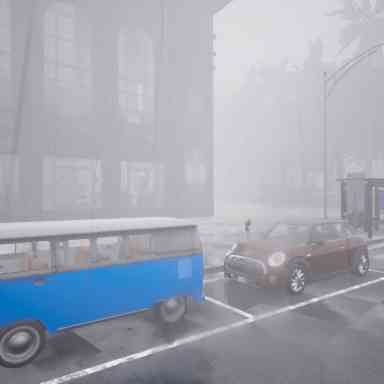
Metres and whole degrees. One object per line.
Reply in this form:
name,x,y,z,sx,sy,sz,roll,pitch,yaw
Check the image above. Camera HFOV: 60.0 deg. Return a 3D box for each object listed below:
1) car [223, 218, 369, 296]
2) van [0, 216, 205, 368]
car,2.740,1.439,8.600,4.097,1.590,1.967,0,0,-35
van,-1.680,1.341,5.453,3.998,1.788,1.690,0,0,-35
